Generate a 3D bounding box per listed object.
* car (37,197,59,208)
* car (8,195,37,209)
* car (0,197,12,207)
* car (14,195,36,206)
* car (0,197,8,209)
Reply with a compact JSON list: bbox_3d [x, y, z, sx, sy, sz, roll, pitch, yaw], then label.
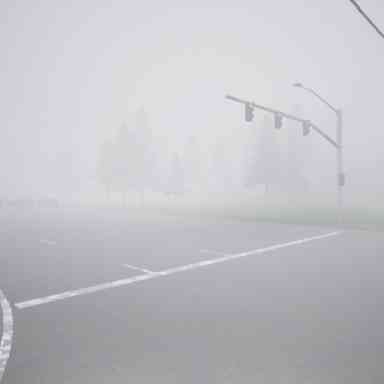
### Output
[{"bbox_3d":[-20.958,1.489,48.117,2.128,1.511,4.902,0,0,-43],"label":"car"},{"bbox_3d":[-23.560,1.476,45.775,1.882,1.535,5.008,0,0,-43],"label":"car"},{"bbox_3d":[-30.552,1.503,53.185,1.837,1.490,4.892,0,0,-43],"label":"car"},{"bbox_3d":[-27.986,1.350,55.565,2.097,1.767,4.553,0,0,-43],"label":"car"},{"bbox_3d":[-26.104,1.476,43.371,1.882,1.535,5.008,0,0,-43],"label":"car"}]
